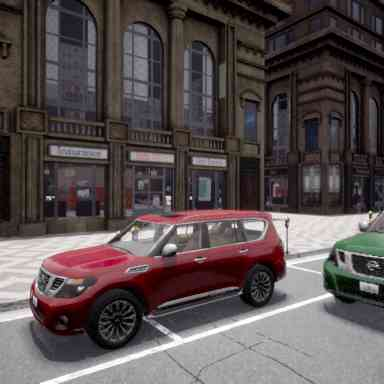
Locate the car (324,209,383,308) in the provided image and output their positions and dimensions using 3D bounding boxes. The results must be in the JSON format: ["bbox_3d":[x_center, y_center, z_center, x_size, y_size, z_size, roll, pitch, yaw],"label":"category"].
[{"bbox_3d":[5.159,1.222,7.077,5.566,2.045,2.150,0,0,-36],"label":"car"}]

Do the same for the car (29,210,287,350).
[{"bbox_3d":[-0.302,1.315,6.436,5.009,1.841,2.192,0,0,-36],"label":"car"}]

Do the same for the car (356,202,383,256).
[{"bbox_3d":[8.807,1.317,12.959,5.009,1.841,2.192,0,0,-36],"label":"car"}]
